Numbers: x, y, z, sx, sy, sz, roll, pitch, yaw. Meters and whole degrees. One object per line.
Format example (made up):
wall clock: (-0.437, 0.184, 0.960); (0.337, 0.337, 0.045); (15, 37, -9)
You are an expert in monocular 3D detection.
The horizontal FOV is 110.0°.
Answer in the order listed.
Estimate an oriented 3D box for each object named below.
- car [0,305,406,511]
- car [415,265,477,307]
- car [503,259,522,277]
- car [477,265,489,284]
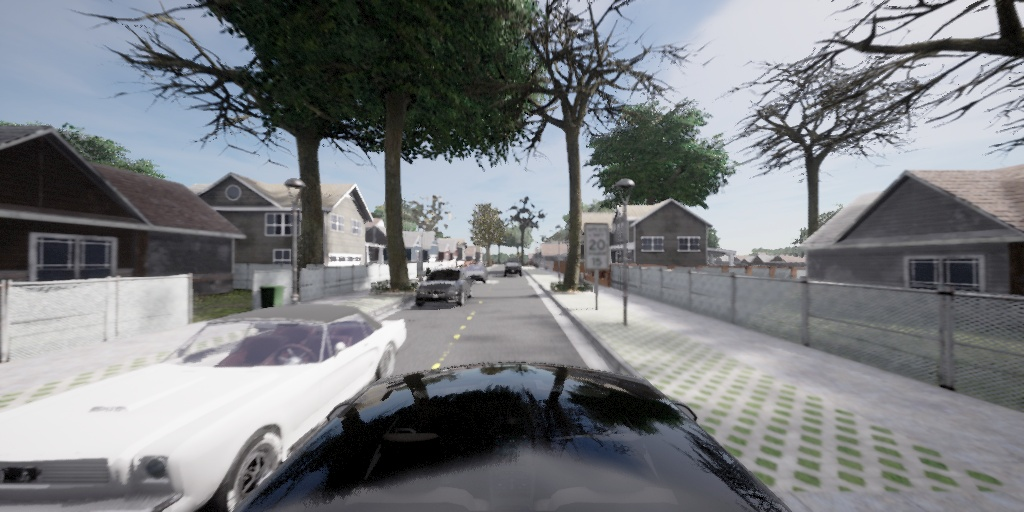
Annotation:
car: (-2.848, 1.354, 4.286); (1.895, 1.301, 4.718); (0, 0, 0)
car: (-2.844, 1.285, 15.766); (1.837, 1.490, 4.892); (0, -1, 0)
car: (0.101, 1.401, 38.717); (1.882, 1.535, 5.008); (0, -1, 0)
car: (-2.838, 1.396, 28.645); (2.033, 1.411, 5.357); (0, 0, 0)
